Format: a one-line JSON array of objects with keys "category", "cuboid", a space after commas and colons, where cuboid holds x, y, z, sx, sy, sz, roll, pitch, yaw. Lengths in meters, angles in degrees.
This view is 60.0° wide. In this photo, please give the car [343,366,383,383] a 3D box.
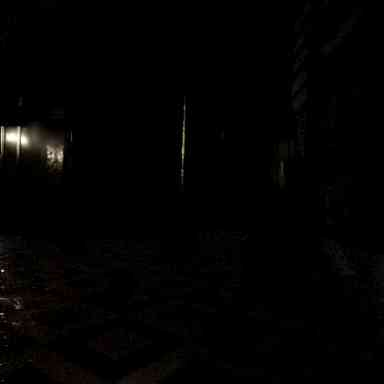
[{"category": "car", "cuboid": [3.288, 1.626, 1.897, 4.892, 1.490, 1.837, 2, 0, 1]}]
